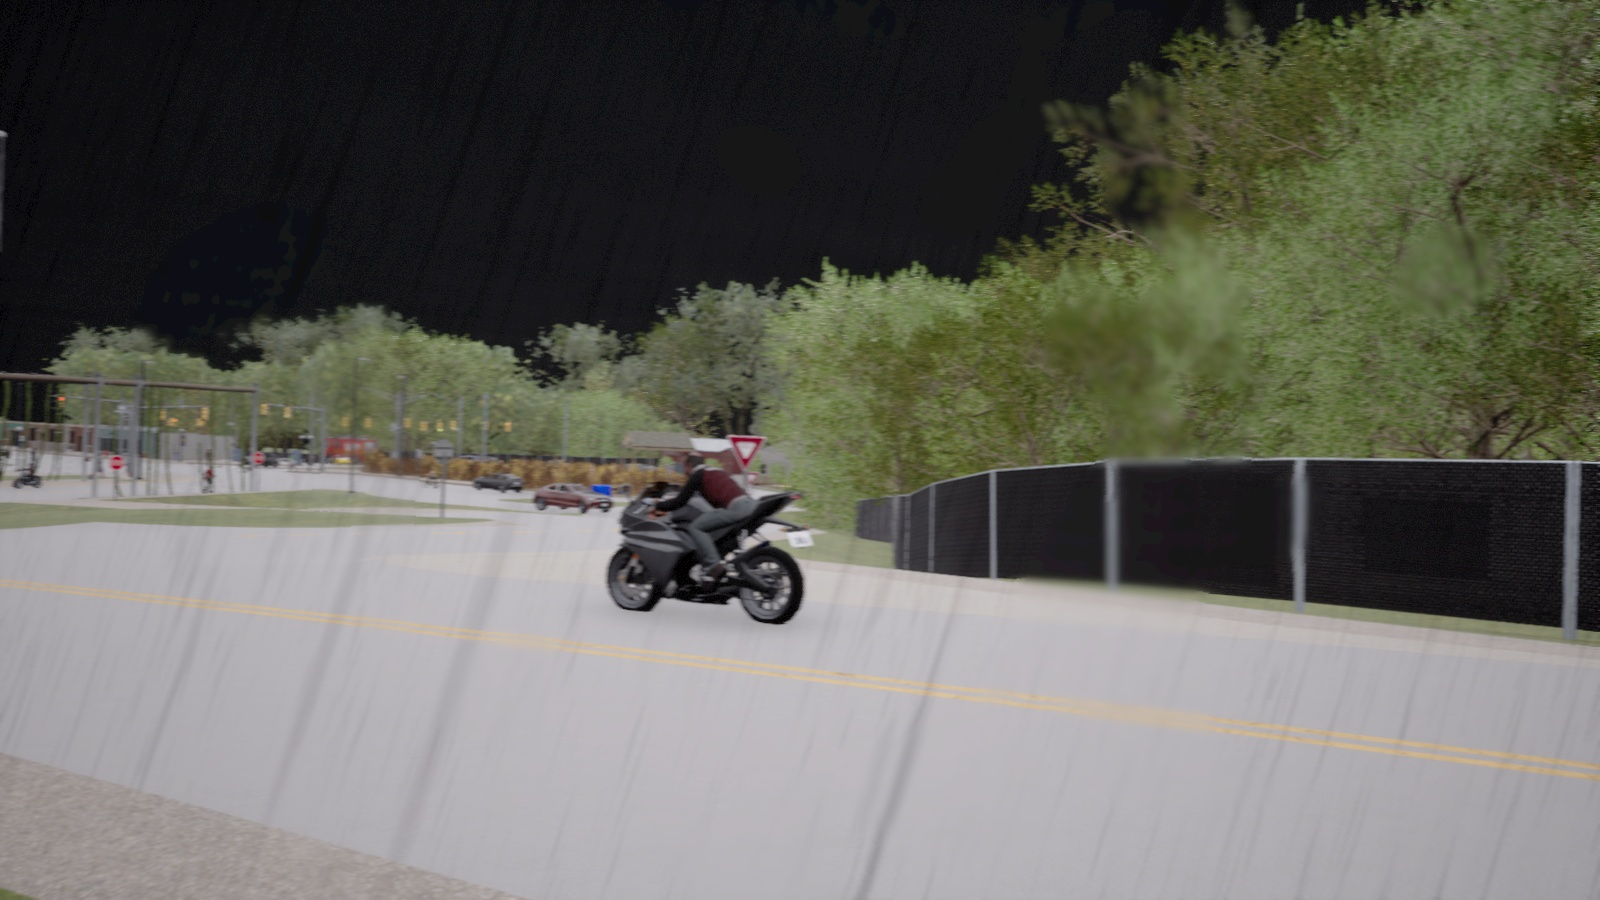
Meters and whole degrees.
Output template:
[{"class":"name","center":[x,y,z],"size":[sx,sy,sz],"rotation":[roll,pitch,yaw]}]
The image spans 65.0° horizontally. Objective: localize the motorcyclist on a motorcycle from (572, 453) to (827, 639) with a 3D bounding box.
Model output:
[{"class":"motorcyclist on a motorcycle","center":[-0.933,0.812,11.340],"size":[2.191,1.530,0.866],"rotation":[-1,0,33]}]

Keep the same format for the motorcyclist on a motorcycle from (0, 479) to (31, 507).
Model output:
[{"class":"motorcyclist on a motorcycle","center":[-48.840,2.650,77.768],"size":[0.766,1.649,2.350],"rotation":[2,0,6]}]

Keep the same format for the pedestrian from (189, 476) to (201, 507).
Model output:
[{"class":"pedestrian","center":[-37.264,2.561,77.359],"size":[0.331,1.846,0.636],"rotation":[2,1,8]}]

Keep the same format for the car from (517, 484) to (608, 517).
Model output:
[{"class":"car","center":[-13.677,2.854,72.167],"size":[5.027,1.651,2.152],"rotation":[1,0,34]}]
